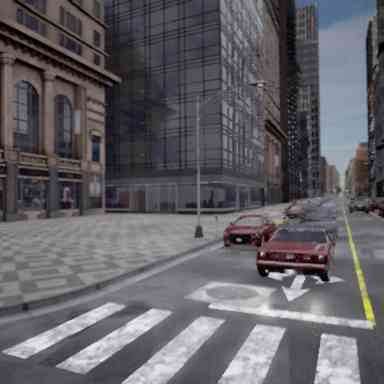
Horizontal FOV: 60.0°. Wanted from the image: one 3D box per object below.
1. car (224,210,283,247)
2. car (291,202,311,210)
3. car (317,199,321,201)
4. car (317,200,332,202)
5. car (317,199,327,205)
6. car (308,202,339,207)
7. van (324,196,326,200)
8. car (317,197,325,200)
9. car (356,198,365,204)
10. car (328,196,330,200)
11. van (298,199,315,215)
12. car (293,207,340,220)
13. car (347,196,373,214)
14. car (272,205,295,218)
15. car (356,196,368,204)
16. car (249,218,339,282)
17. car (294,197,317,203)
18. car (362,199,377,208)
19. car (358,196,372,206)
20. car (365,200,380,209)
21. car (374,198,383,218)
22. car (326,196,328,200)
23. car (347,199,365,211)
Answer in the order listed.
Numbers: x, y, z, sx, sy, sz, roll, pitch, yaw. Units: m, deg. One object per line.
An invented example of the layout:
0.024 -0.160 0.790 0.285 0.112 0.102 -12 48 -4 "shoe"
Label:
2.878 1.771 15.909 1.887 1.381 4.507 -1 -1 24 "car"
9.749 1.918 31.321 1.887 1.381 4.507 -1 -1 24 "car"
16.620 2.057 46.733 2.008 1.369 4.403 -1 -1 24 "car"
14.991 1.899 36.243 1.812 1.442 4.674 -1 -1 25 "car"
30.362 2.285 77.556 1.887 1.381 4.507 -1 -1 24 "car"
10.942 1.840 27.225 2.033 1.411 5.357 -1 -1 24 "car"
23.490 1.967 62.147 1.690 1.788 3.998 -1 -1 24 "van"
21.201 2.027 57.009 1.967 1.590 4.097 -1 -1 24 "car"
42.726 2.230 84.357 1.802 1.307 4.206 -1 -1 24 "car"
32.582 2.302 82.539 1.752 1.417 4.829 -1 -1 24 "car"
14.329 1.805 41.598 1.690 1.788 3.998 -1 -1 24 "van"
7.127 1.775 18.673 1.994 1.385 4.181 -1 -1 24 "car"
20.660 1.717 41.197 2.097 1.767 4.553 -1 -1 24 "car"
5.099 1.801 20.891 1.752 1.417 4.829 -1 -1 24 "car"
40.435 1.927 79.223 2.192 1.841 5.009 -1 -1 24 "car"
3.426 1.730 10.437 1.895 1.301 4.718 -1 -1 25 "car"
12.038 1.735 36.461 2.192 1.841 5.009 -1 -1 24 "car"
31.276 2.004 58.672 1.887 1.381 4.507 -1 -1 24 "car"
35.855 1.852 68.948 2.192 1.841 5.009 -1 -1 24 "car"
28.986 2.003 53.535 1.802 1.307 4.206 -1 -1 24 "car"
19.823 1.568 32.989 2.192 1.841 5.009 -1 -1 24 "car"
25.780 1.980 67.285 2.192 1.841 5.009 -1 -1 24 "car"
24.669 1.929 50.188 2.128 1.511 4.902 -1 -1 24 "car"
